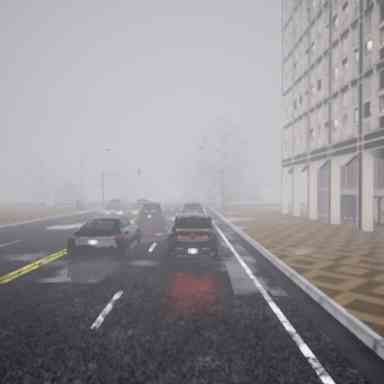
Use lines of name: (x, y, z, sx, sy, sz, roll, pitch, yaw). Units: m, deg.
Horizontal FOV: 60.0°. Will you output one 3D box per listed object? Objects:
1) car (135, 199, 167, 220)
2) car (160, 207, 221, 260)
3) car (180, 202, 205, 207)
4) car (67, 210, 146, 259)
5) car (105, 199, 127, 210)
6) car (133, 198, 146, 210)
car: (-3.211, 1.586, 27.612, 1.837, 1.490, 4.892, 0, 0, 0)
car: (0.044, 1.546, 12.596, 1.837, 1.490, 4.892, 0, 0, 0)
car: (0.040, 1.586, 27.612, 1.837, 1.490, 4.892, 0, 0, 0)
car: (-3.205, 1.605, 12.822, 1.994, 1.385, 4.181, 0, 0, 0)
car: (-9.817, 1.591, 43.205, 1.882, 1.535, 5.008, 0, 0, 0)
car: (-6.561, 1.622, 44.372, 1.837, 1.490, 4.892, 0, 0, 1)
